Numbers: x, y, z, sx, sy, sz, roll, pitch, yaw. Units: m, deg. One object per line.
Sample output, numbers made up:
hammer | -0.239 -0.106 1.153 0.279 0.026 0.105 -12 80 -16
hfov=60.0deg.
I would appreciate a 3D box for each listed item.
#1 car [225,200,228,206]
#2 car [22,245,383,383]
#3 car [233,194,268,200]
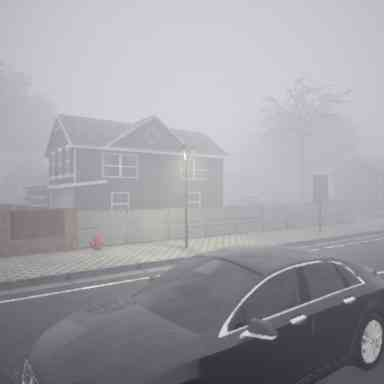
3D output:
car | 6.842 1.409 47.892 2.097 1.767 4.553 0 0 -35
car | 0.623 1.506 4.127 4.892 1.490 1.837 0 0 -35
car | 7.805 1.269 41.426 2.150 2.045 5.566 0 0 -35
